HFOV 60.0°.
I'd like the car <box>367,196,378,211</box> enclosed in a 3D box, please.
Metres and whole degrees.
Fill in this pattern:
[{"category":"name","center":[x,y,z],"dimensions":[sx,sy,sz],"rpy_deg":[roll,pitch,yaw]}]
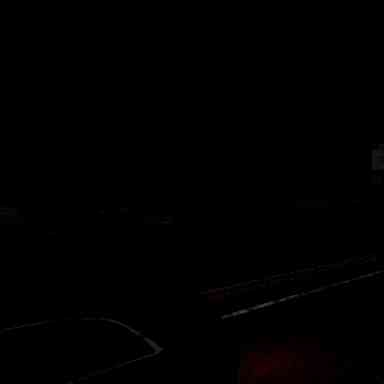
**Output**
[{"category":"car","center":[19.304,1.513,40.272],"dimensions":[2.002,1.452,4.674],"rpy_deg":[0,0,-35]}]

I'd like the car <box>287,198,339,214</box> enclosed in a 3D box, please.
[{"category":"car","center":[12.503,1.441,35.418],"dimensions":[2.097,1.535,5.008],"rpy_deg":[0,0,-35]}]

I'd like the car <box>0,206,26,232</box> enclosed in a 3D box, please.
[{"category":"car","center":[-10.701,1.491,18.896],"dimensions":[2.002,1.452,4.674],"rpy_deg":[0,0,-35]}]

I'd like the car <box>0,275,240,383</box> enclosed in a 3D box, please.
[{"category":"car","center":[-1.850,1.505,2.242],"dimensions":[4.892,1.490,1.837],"rpy_deg":[0,0,-35]}]

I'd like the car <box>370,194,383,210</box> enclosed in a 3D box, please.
[{"category":"car","center":[23.858,1.385,43.478],"dimensions":[2.185,1.767,4.553],"rpy_deg":[1,0,-36]}]

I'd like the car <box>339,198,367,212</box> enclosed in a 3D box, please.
[{"category":"car","center":[17.033,1.458,38.657],"dimensions":[2.097,1.535,5.008],"rpy_deg":[0,0,-35]}]
